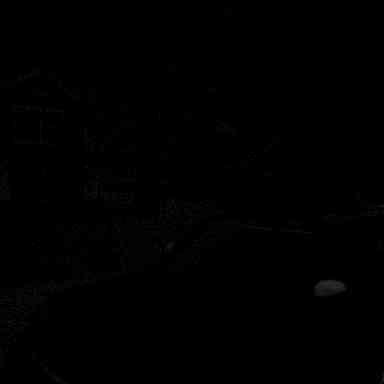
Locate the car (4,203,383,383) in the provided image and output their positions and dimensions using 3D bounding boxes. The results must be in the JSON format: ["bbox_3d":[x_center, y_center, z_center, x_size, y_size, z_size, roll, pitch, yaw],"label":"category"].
[{"bbox_3d":[1.038,1.200,3.806,5.566,2.045,2.150,-1,0,-35],"label":"car"}]
